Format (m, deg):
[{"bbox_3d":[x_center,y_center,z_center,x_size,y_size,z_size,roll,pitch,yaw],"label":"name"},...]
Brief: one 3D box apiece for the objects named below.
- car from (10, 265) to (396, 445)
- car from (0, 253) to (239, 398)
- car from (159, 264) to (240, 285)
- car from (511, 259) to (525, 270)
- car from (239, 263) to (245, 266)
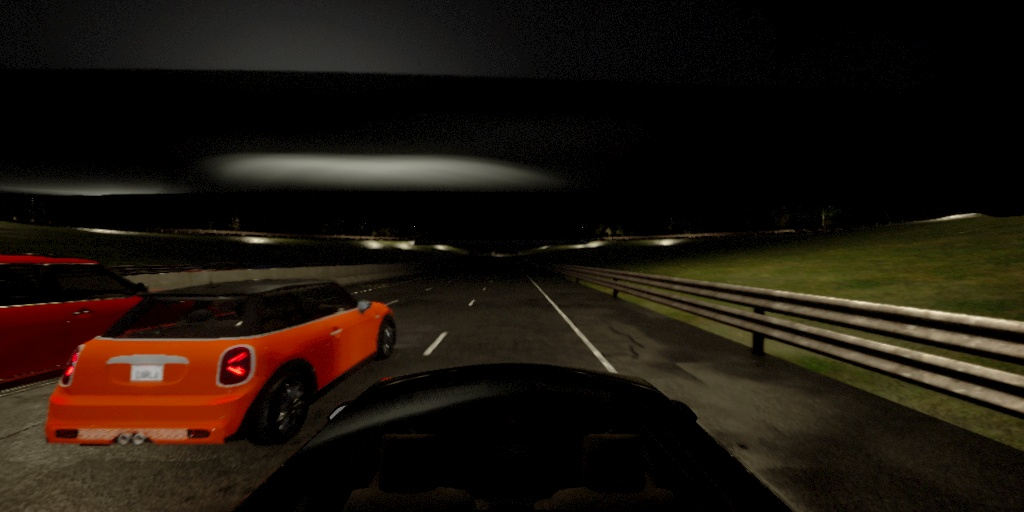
[{"bbox_3d":[-3.399,1.107,5.466,2.097,1.767,4.553,0,0,0],"label":"car"},{"bbox_3d":[-6.899,0.976,4.809,2.150,2.045,5.566,0,0,0],"label":"car"},{"bbox_3d":[-24.562,1.378,28.493,2.128,1.511,4.902,0,-1,0],"label":"car"},{"bbox_3d":[1.234,1.723,63.685,1.882,1.535,5.008,0,-1,0],"label":"car"},{"bbox_3d":[-17.580,1.386,25.523,1.812,1.442,4.674,0,-1,0],"label":"car"}]
